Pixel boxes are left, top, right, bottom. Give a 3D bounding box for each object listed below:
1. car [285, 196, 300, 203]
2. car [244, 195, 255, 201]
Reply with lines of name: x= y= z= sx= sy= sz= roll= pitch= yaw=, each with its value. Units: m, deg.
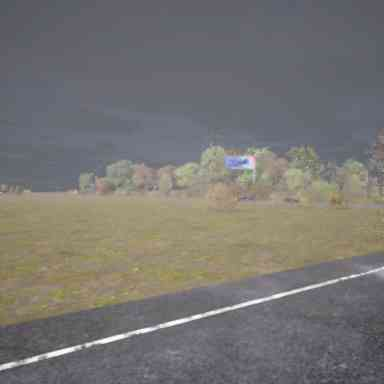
car: x=20.511 y=1.572 z=69.792 sx=1.812 sy=1.442 sz=4.674 roll=0 pitch=0 yaw=-33
car: x=13.248 y=1.435 z=80.979 sx=1.837 sy=1.490 sz=4.892 roll=0 pitch=0 yaw=-33
